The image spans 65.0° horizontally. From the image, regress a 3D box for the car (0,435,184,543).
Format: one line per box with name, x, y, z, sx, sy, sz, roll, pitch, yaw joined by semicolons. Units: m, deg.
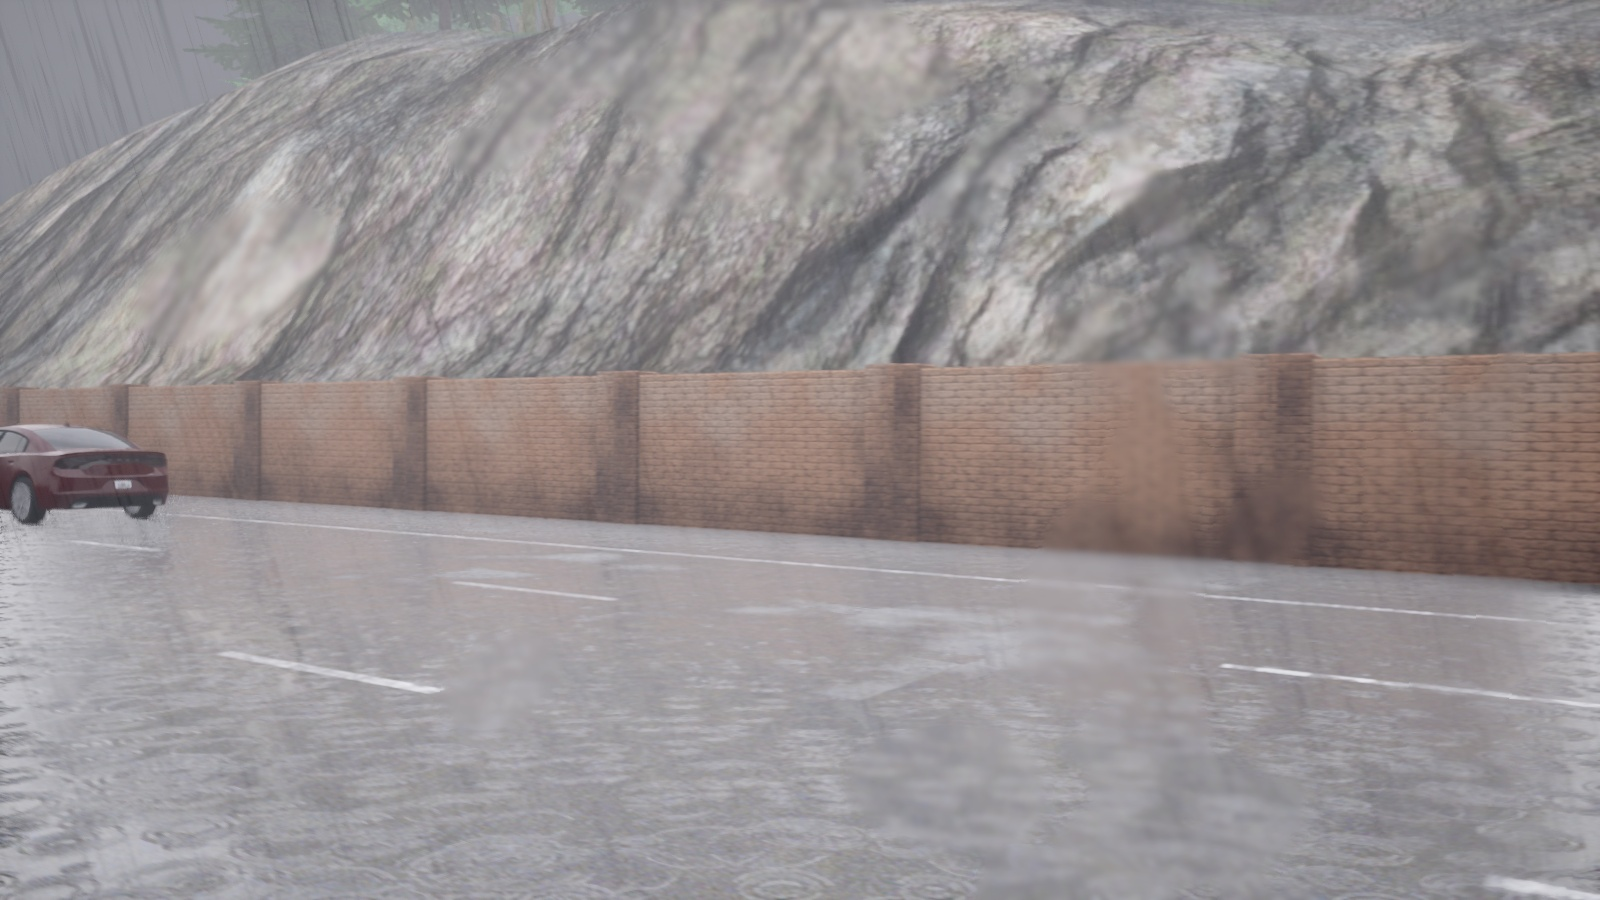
car;-12.188;0.545;20.119;5.008;1.535;1.882;0;1;34
